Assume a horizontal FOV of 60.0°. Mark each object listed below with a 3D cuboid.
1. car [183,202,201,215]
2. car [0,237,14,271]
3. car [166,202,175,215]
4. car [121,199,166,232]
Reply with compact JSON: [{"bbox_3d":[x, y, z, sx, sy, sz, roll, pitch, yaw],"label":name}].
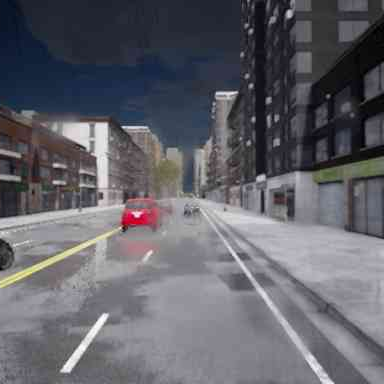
[{"bbox_3d":[0.004,1.905,39.165,2.128,1.511,4.902,0,0,0],"label":"car"},{"bbox_3d":[-6.558,1.687,8.684,1.994,1.385,4.181,0,-1,0],"label":"car"},{"bbox_3d":[-3.224,1.958,39.994,1.812,1.442,4.674,0,0,0],"label":"car"},{"bbox_3d":[-3.190,1.473,22.010,2.150,2.045,5.566,0,0,0],"label":"car"}]
